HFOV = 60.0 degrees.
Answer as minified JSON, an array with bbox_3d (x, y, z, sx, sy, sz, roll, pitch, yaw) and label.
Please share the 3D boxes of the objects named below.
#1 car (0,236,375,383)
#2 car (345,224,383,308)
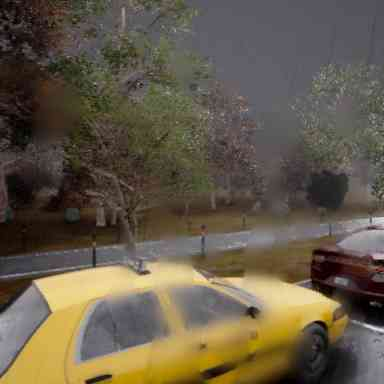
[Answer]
[{"bbox_3d":[-0.374,1.488,3.779,5.366,1.575,1.946,0,0,-33],"label":"car"},{"bbox_3d":[4.817,1.464,7.491,5.008,1.535,2.097,-1,0,-33],"label":"car"}]
